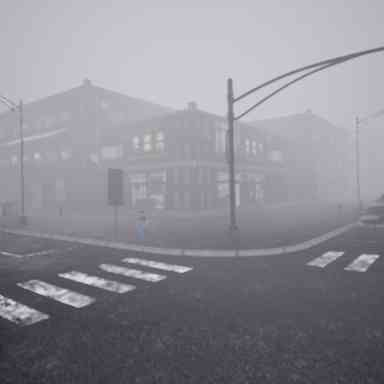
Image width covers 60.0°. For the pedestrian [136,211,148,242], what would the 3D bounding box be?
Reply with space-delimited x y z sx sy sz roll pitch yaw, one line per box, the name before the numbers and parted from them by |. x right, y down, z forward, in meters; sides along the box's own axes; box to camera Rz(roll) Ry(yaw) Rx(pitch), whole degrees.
pedestrian | -1.892 1.296 13.010 0.375 1.300 0.375 -1 -1 37

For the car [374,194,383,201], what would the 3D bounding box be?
car | 12.180 0.922 19.735 2.192 1.841 5.009 -1 1 38

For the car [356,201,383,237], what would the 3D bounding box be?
car | 8.803 1.293 15.337 1.802 1.307 4.206 -1 1 38
